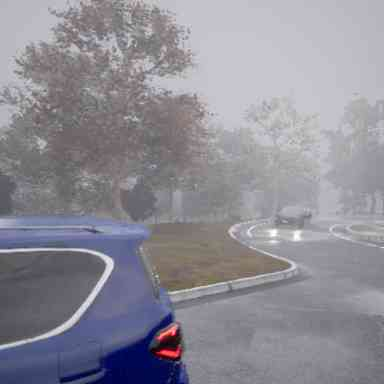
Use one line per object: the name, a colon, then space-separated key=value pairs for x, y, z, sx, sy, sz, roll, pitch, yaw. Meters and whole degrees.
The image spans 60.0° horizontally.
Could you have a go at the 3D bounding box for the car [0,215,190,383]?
car: x=-2.659 y=1.207 z=1.808 sx=5.566 sy=2.045 sz=2.150 roll=1 pitch=-1 yaw=-32

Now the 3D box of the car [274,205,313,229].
car: x=7.436 y=1.716 z=24.155 sx=1.882 sy=1.535 sz=5.008 roll=-1 pitch=-1 yaw=31
